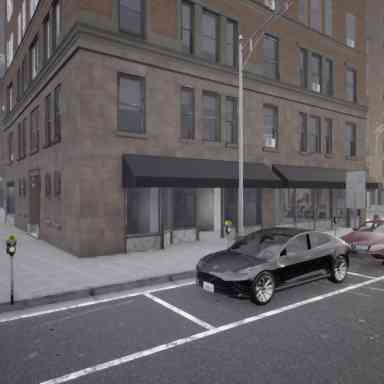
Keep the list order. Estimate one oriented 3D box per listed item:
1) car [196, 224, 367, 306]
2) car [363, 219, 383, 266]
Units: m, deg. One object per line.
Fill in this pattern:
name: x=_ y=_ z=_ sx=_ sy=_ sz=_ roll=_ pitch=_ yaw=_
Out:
car: x=2.103 y=1.565 z=8.069 sx=4.313 sy=1.339 sz=1.947 roll=0 pitch=0 yaw=-36
car: x=6.565 y=1.582 z=11.287 sx=4.206 sy=1.307 sz=1.802 roll=0 pitch=0 yaw=-36
